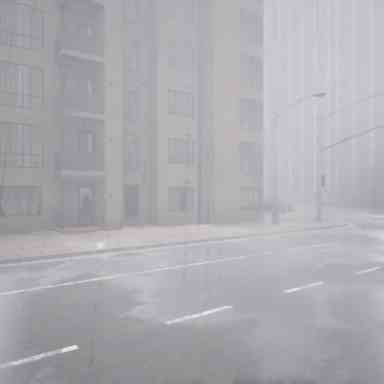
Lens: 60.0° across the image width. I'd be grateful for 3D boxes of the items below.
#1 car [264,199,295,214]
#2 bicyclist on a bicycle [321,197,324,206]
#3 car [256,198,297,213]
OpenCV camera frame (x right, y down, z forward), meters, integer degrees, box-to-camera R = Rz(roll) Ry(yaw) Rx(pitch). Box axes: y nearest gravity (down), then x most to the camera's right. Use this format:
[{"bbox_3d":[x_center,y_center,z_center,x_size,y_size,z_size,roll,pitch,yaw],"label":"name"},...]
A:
[{"bbox_3d":[8.095,1.490,35.100,2.128,1.511,4.902,0,0,-34],"label":"car"},{"bbox_3d":[18.319,1.301,47.564,1.656,1.620,0.582,0,0,-34],"label":"bicyclist on a bicycle"},{"bbox_3d":[9.772,1.526,38.878,1.812,1.442,4.674,0,0,-35],"label":"car"}]
